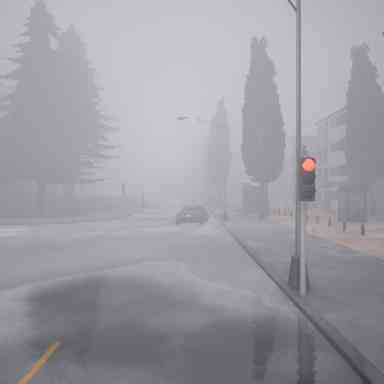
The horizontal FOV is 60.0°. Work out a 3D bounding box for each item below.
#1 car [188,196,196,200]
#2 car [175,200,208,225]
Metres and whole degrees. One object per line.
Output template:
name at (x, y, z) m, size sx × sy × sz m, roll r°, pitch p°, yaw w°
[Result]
car at (0.012, 1.659, 73.090) m, size 1.882 × 1.535 × 5.008 m, roll 0°, pitch 0°, yaw 0°
car at (0.032, 1.561, 24.058) m, size 1.994 × 1.385 × 4.181 m, roll 0°, pitch 0°, yaw 8°
